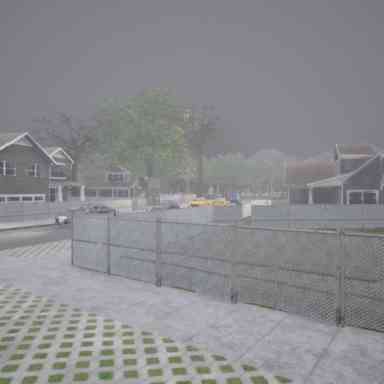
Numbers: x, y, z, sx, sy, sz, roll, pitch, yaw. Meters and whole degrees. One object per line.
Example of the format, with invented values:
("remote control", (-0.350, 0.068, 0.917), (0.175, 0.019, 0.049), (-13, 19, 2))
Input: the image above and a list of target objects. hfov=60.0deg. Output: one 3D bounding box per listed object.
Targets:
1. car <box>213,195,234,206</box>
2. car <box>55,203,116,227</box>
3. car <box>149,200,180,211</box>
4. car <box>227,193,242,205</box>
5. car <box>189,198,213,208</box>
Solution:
("car", (4.052, 1.551, 45.724), (1.882, 1.535, 5.008), (0, 0, 17))
("car", (-7.289, 1.555, 23.171), (2.128, 1.511, 4.902), (0, 0, 22))
("car", (-2.791, 1.614, 34.684), (1.837, 1.490, 4.892), (0, -1, 20))
("car", (6.984, 1.226, 55.675), (2.150, 2.045, 5.566), (0, 0, 15))
("car", (1.054, 1.553, 45.754), (1.882, 1.535, 5.008), (0, 0, 18))
